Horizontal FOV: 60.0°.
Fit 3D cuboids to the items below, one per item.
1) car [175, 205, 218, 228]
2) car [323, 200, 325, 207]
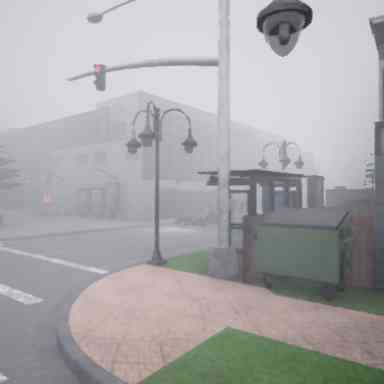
[{"bbox_3d":[1.171,1.624,23.146,2.033,1.411,5.357,0,0,40],"label":"car"},{"bbox_3d":[16.138,1.710,41.112,1.994,1.385,4.181,0,0,40],"label":"car"}]
